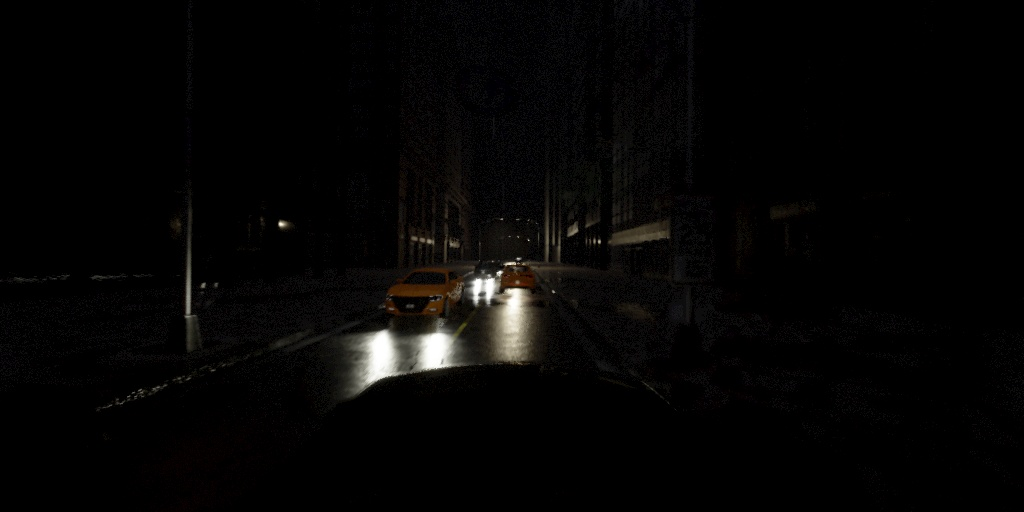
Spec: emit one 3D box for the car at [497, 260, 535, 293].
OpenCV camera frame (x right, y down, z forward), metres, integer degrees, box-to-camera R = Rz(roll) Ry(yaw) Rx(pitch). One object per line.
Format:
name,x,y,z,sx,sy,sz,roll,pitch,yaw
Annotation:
car,0.344,1.216,20.971,1.882,1.535,5.008,1,0,1

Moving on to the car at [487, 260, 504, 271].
car,-2.127,1.272,48.139,1.994,1.385,4.181,1,0,1

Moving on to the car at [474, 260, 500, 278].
car,-2.426,1.178,33.558,2.128,1.511,4.902,1,0,1

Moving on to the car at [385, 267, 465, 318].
car,-2.911,1.181,12.907,1.882,1.535,5.008,1,0,1
